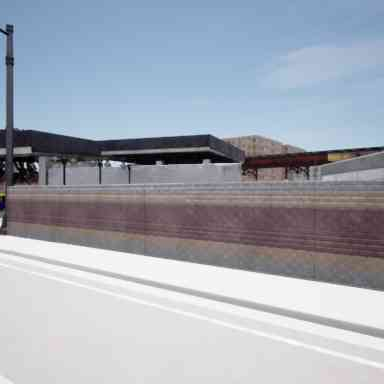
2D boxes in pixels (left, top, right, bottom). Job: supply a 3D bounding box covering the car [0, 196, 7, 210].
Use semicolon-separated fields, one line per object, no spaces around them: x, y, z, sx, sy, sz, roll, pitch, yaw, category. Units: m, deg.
-20.626;1.294;39.464;2.242;1.667;4.611;0;0;37;car
